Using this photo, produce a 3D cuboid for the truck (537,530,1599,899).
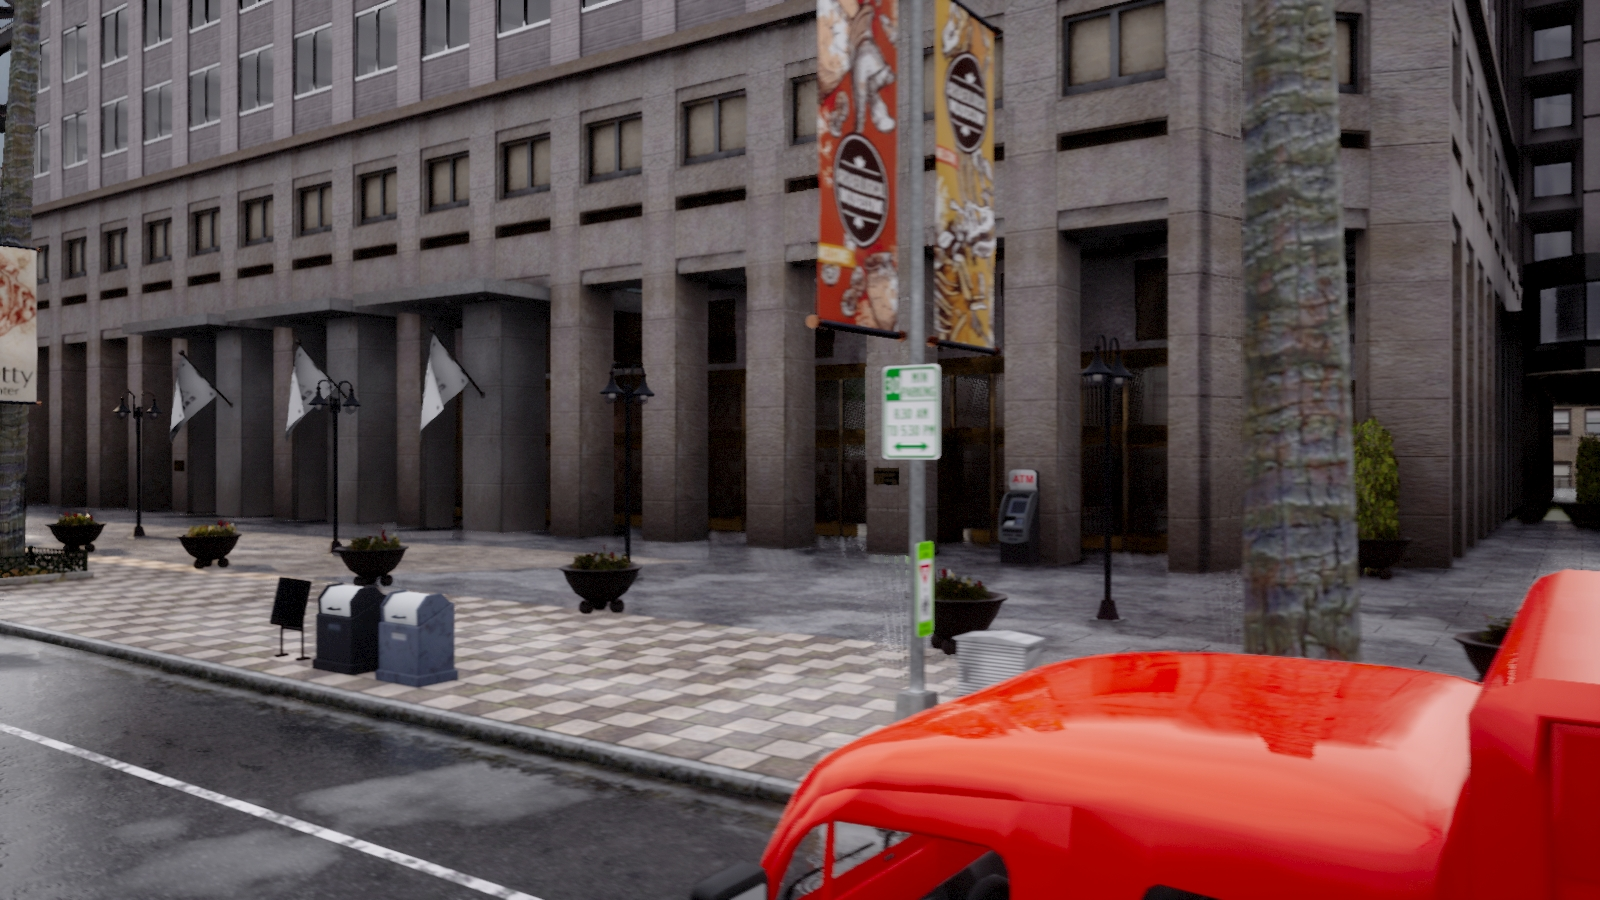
[{"bbox_3d":[2.287,1.568,2.184,5.204,2.467,2.627,0,0,35],"label":"truck"}]
